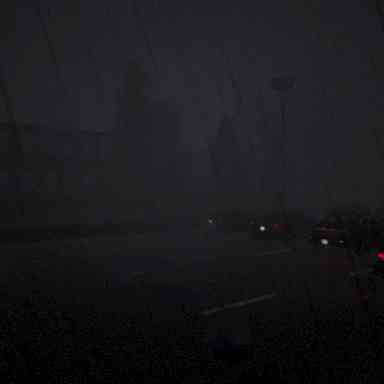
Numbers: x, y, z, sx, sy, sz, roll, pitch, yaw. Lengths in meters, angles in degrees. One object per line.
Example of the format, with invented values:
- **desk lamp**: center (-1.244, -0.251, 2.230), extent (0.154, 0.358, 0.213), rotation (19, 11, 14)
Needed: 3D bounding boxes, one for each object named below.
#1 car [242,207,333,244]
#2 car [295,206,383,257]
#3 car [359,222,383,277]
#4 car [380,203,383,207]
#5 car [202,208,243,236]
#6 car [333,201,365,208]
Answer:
- **car**: center (4.722, 1.594, 16.050), extent (4.181, 1.385, 1.994), rotation (0, 0, -38)
- **car**: center (6.513, 1.521, 13.010), extent (4.902, 1.511, 2.128), rotation (0, 0, -38)
- **car**: center (6.825, 1.572, 8.812), extent (5.357, 1.411, 2.033), rotation (0, 0, -37)
- **car**: center (16.507, 1.543, 27.060), extent (1.882, 1.535, 5.008), rotation (0, 0, 43)
- **car**: center (2.593, 1.594, 18.823), extent (4.181, 1.385, 1.994), rotation (0, 0, -38)
- **car**: center (14.056, 1.542, 29.558), extent (1.882, 1.535, 5.008), rotation (0, 0, 43)
